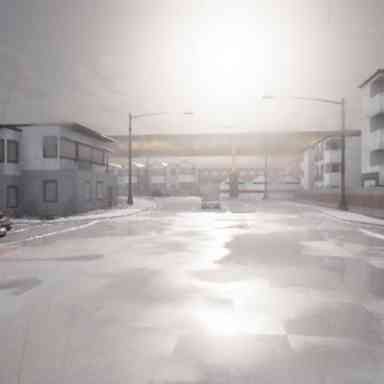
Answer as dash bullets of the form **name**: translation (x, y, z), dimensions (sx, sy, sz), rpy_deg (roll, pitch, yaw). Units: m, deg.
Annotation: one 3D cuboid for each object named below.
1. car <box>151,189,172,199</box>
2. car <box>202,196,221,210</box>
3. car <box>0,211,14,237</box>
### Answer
- **car**: translation (-5.357, 0.217, 58.484), dimensions (2.097, 1.767, 4.553), rpy_deg (0, 1, -33)
- **car**: translation (1.970, 1.111, 33.808), dimensions (1.895, 1.301, 4.718), rpy_deg (0, 2, 2)
- **car**: translation (-10.855, 1.456, 15.800), dimensions (4.892, 1.490, 1.837), rpy_deg (0, 6, 18)
